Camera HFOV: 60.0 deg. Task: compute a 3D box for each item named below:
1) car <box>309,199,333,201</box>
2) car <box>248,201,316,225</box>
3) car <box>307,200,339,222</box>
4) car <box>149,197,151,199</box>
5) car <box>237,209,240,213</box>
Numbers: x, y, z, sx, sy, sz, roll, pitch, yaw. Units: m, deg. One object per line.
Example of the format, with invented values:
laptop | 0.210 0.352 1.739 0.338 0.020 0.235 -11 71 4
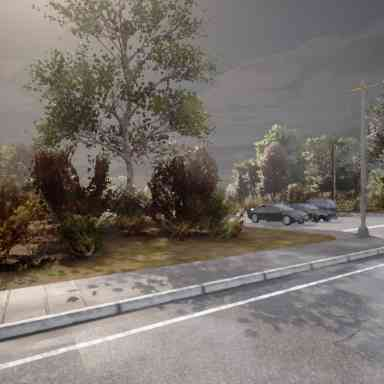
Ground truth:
car | 12.533 1.482 34.184 2.097 1.767 4.553 0 -1 -39
car | 6.343 1.596 24.846 1.837 1.490 4.892 0 -1 -39
car | 9.000 1.640 27.173 2.033 1.411 5.357 0 -1 -39
car | -6.204 1.849 53.017 5.566 2.045 2.150 -1 -1 40
car | 2.369 1.468 34.912 2.150 2.045 5.566 0 -1 -43
